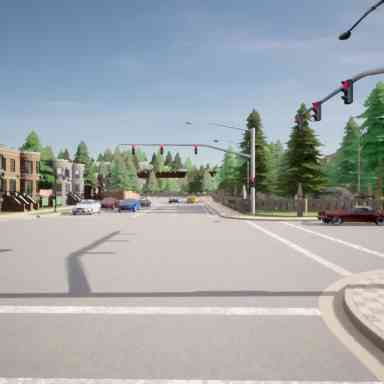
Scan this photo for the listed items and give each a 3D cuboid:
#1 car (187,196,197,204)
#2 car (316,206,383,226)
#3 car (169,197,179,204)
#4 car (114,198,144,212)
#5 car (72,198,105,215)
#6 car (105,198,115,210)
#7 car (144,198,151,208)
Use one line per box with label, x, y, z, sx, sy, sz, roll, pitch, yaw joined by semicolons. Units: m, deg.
car;-0.031;1.478;64.917;1.882;1.535;5.008;0;0;0
car;11.142;1.601;22.901;4.718;1.301;1.895;0;0;2
car;-3.531;1.601;65.200;1.895;1.301;4.718;0;0;0
car;-7.172;1.478;38.363;1.882;1.535;5.008;0;0;0
car;-10.664;1.526;34.023;1.812;1.442;4.674;0;0;0
car;-10.674;1.478;43.076;1.882;1.535;5.008;0;0;0
car;-7.164;1.564;48.350;1.994;1.385;4.181;0;0;0
